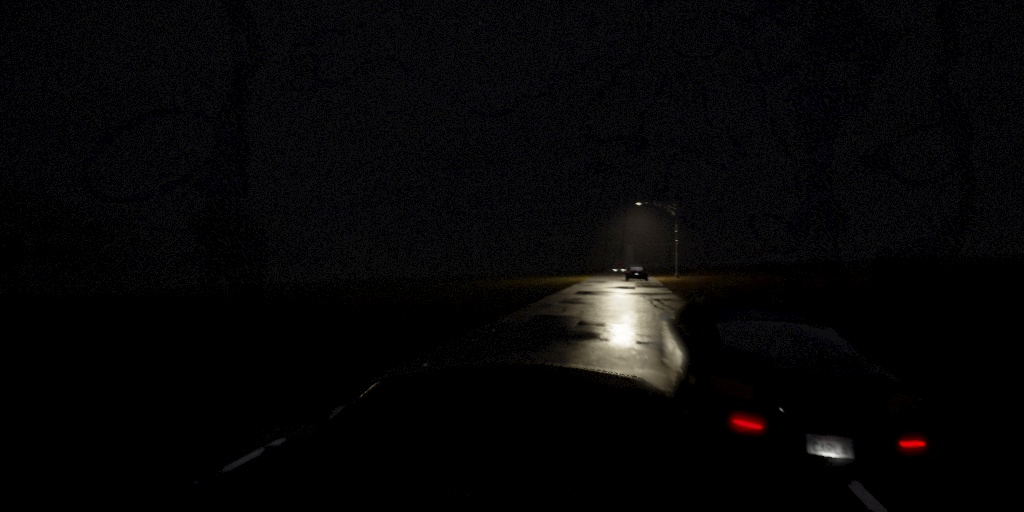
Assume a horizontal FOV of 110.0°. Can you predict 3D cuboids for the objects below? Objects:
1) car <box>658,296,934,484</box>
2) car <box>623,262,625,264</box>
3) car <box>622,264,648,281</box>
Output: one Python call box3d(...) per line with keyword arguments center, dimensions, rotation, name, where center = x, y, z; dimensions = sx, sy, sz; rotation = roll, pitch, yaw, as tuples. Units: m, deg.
box3d(center=(3.105, 1.277, 4.885), dimensions=(1.812, 1.442, 4.674), rotation=(-1, -1, 18), name="car")
box3d(center=(14.711, 1.675, 43.029), dimensions=(2.033, 1.411, 5.357), rotation=(-1, -1, 19), name="car")
box3d(center=(11.549, 1.575, 33.278), dimensions=(1.994, 1.385, 4.181), rotation=(-1, -1, 19), name="car")
